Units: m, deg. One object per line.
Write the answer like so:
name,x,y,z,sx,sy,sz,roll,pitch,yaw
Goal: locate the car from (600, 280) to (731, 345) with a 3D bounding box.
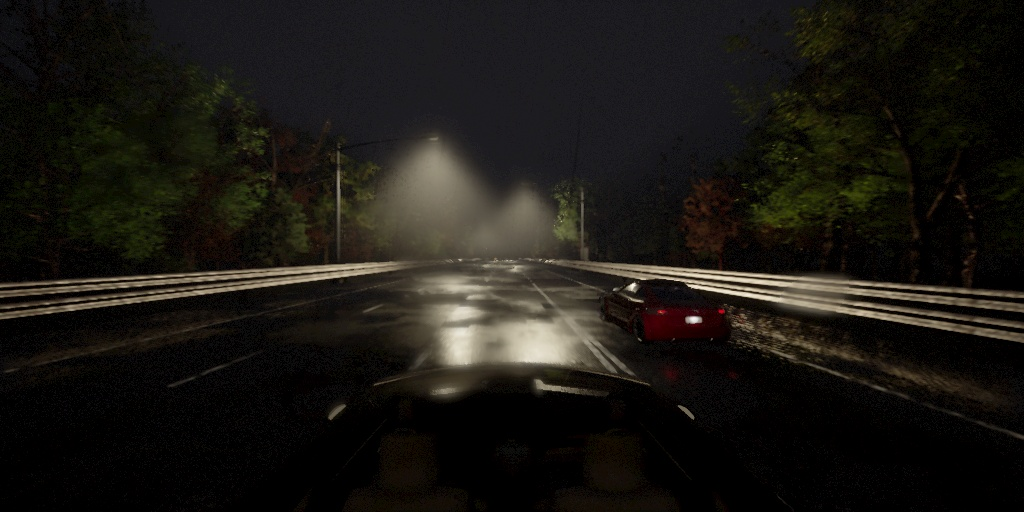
car,3.757,1.313,9.533,1.994,1.385,4.181,0,0,-2
